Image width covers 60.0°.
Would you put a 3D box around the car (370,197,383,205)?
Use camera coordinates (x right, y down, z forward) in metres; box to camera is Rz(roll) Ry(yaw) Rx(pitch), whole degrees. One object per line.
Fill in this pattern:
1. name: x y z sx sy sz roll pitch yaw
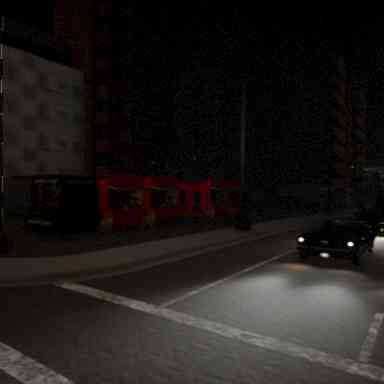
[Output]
1. car: 16.337 1.423 27.688 2.150 2.045 5.566 0 0 35

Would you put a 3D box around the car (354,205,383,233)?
1. car: 10.362 1.656 19.182 1.994 1.385 4.181 0 0 35

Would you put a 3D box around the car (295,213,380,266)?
1. car: 5.300 1.623 11.964 1.895 1.301 4.718 0 0 35
